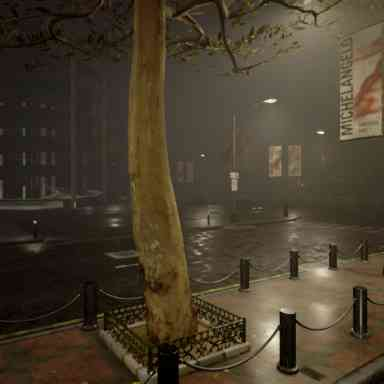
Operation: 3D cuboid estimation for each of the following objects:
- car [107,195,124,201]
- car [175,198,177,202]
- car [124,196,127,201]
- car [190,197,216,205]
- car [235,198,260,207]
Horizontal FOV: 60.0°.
[{"bbox_3d":[-19.000,1.474,77.400,4.674,1.442,1.812,0,0,12],"label":"car"},{"bbox_3d":[-5.073,1.478,65.902,5.008,1.535,1.882,0,0,41],"label":"car"},{"bbox_3d":[-18.040,1.464,80.766,4.674,1.442,1.812,0,0,12],"label":"car"},{"bbox_3d":[1.879,1.547,58.032,2.033,1.411,5.357,0,0,-38],"label":"car"},{"bbox_3d":[8.026,1.564,49.566,1.994,1.385,4.181,0,0,-35],"label":"car"}]
